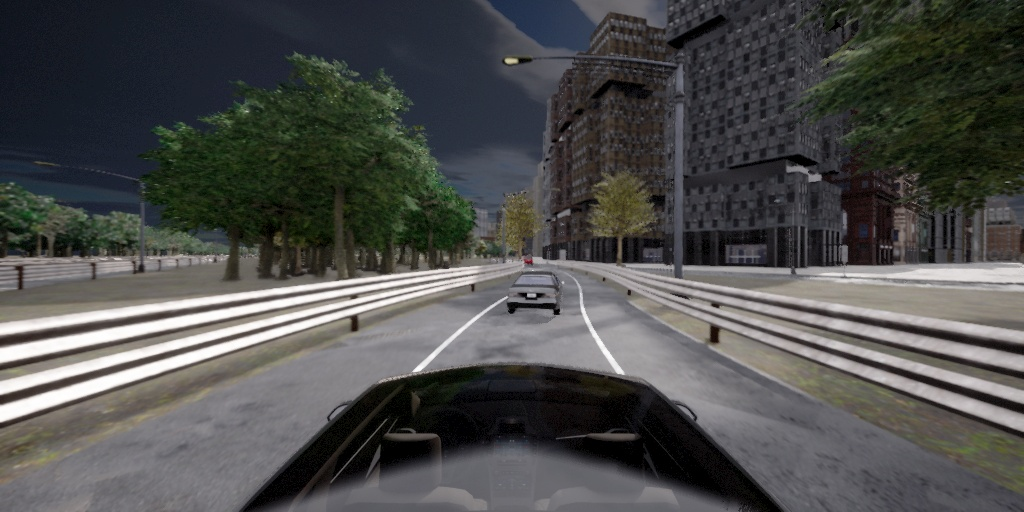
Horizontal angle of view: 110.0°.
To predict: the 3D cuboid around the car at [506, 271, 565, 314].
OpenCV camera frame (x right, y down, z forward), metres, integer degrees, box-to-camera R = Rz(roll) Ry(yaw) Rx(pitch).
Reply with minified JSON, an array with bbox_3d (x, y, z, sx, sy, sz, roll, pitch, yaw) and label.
[{"bbox_3d":[1.012,1.301,13.909,2.033,1.411,5.357,0,0,9],"label":"car"}]
